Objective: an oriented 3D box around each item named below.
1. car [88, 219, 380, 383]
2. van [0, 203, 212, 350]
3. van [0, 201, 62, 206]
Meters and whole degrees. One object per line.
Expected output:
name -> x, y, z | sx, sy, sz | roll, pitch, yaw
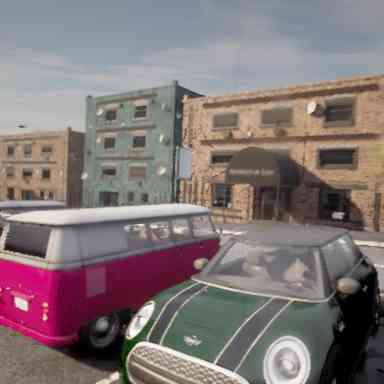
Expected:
car -> 1.183, 1.352, 4.591 | 2.185, 1.767, 4.553 | 0, 0, 35
van -> -1.053, 1.252, 6.285 | 1.878, 1.987, 4.442 | 0, 0, 35
van -> -5.759, 1.251, 9.343 | 1.878, 1.987, 4.442 | 0, 0, 35
